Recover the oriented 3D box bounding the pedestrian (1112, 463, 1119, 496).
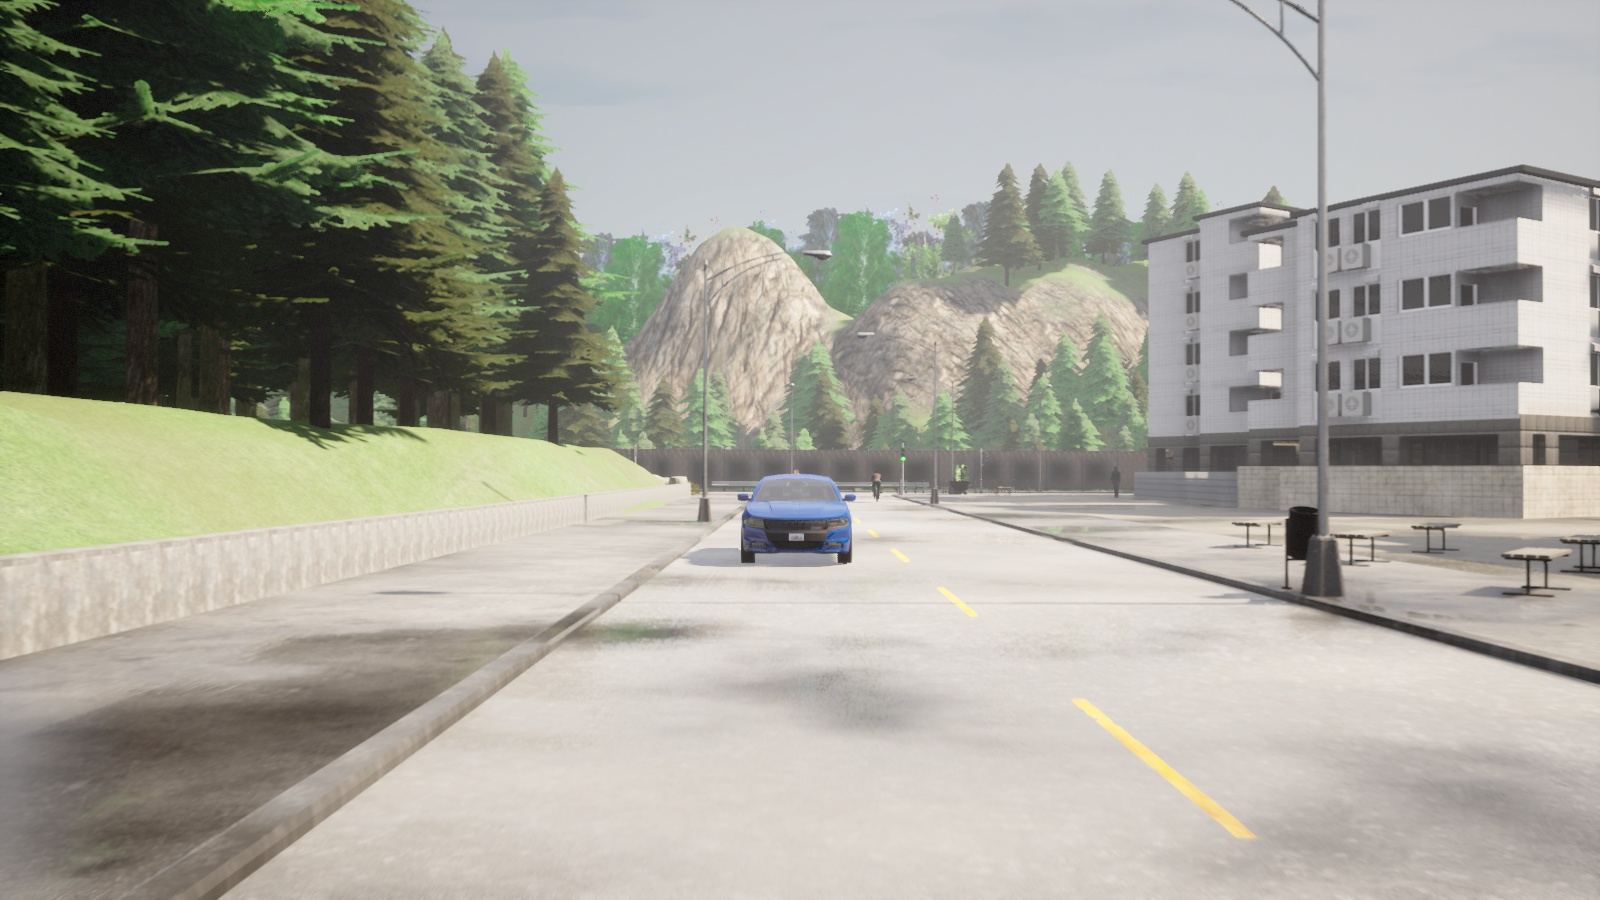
[{"bbox_3d":[17.797,1.638,70.777,0.353,1.847,0.614,0,-1,15],"label":"pedestrian"}]

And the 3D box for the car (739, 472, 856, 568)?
[{"bbox_3d":[-0.053,1.173,22.732,1.882,1.535,5.008,0,-1,0],"label":"car"}]
